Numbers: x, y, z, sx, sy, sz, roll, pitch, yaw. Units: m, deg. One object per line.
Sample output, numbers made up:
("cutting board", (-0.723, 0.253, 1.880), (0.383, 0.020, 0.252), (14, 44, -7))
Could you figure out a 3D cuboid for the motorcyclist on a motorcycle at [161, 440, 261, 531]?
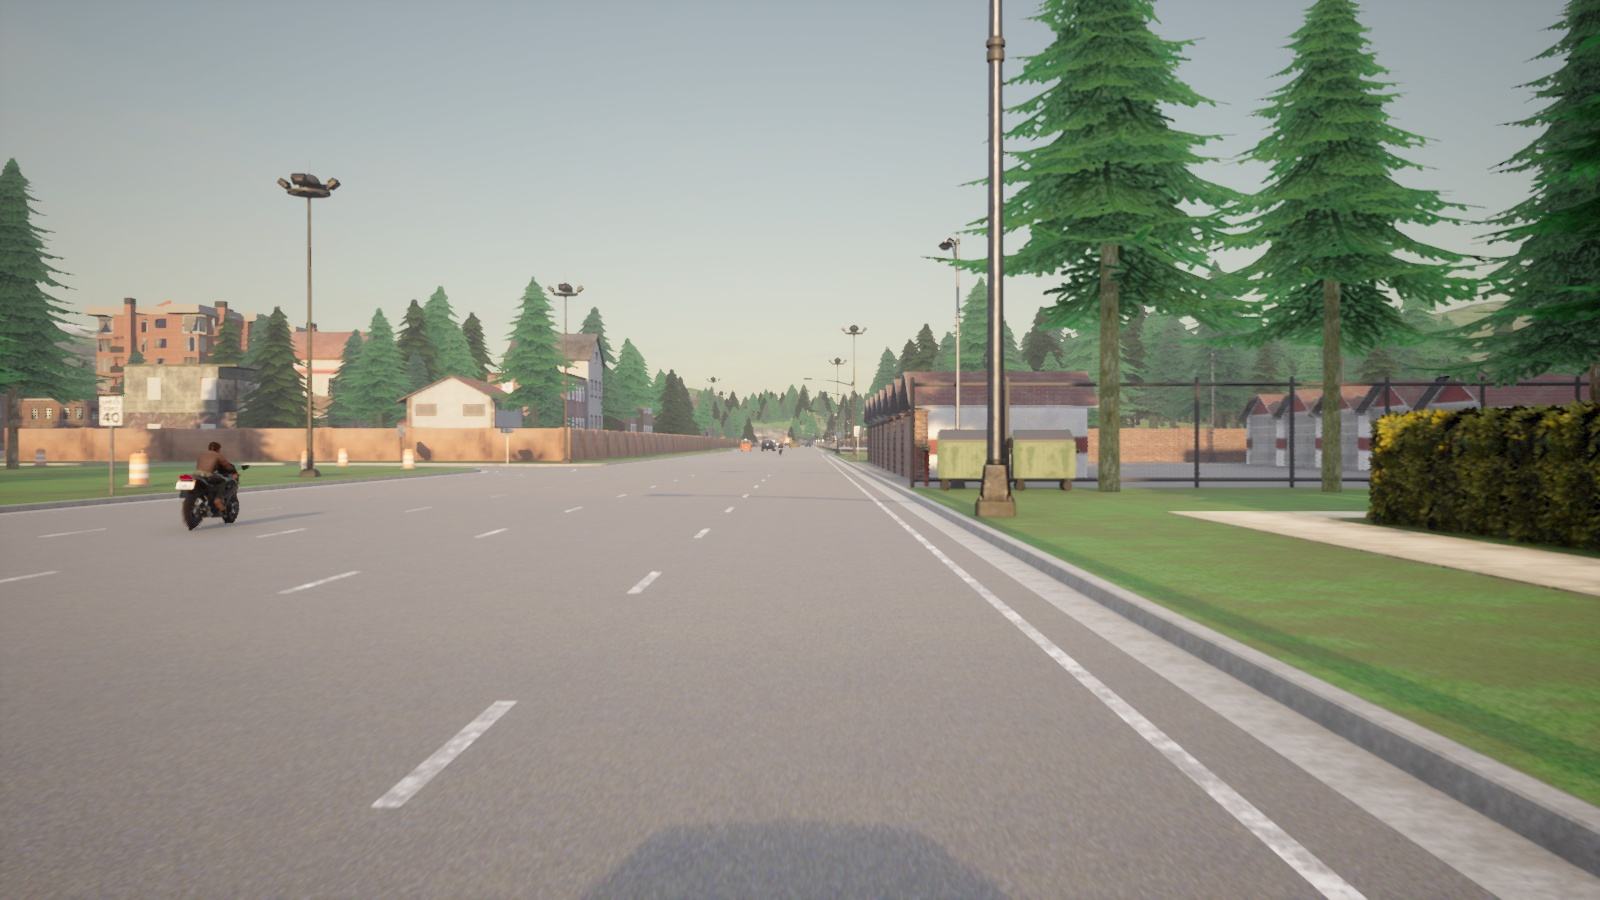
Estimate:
("motorcyclist on a motorcycle", (-10.359, 0.595, 22.189), (0.797, 1.523, 2.044), (0, 0, 0))
